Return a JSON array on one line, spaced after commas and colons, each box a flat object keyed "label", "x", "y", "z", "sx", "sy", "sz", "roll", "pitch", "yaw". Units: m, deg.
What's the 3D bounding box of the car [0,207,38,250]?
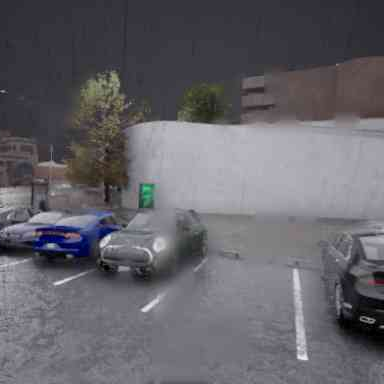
[{"label": "car", "x": -5.684, "y": 1.492, "z": 13.865, "sx": 2.002, "sy": 1.452, "sz": 4.674, "roll": 1, "pitch": -1, "yaw": 18}]

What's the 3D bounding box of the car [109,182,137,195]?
[{"label": "car", "x": -13.456, "y": -0.715, "z": 64.693, "sx": 5.566, "sy": 2.045, "sz": 2.435, "roll": 4, "pitch": 7, "yaw": 39}]

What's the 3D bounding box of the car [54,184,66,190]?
[{"label": "car", "x": -29.169, "y": -1.167, "z": 74.915, "sx": 4.674, "sy": 1.452, "sz": 2.002, "roll": 2, "pitch": 5, "yaw": 37}]

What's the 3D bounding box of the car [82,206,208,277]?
[{"label": "car", "x": -0.984, "y": 1.339, "z": 10.308, "sx": 2.185, "sy": 1.767, "sz": 4.553, "roll": 1, "pitch": -1, "yaw": 17}]

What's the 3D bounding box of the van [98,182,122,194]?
[{"label": "van", "x": -15.901, "y": -0.521, "z": 63.063, "sx": 4.442, "sy": 1.987, "sz": 1.878, "roll": 4, "pitch": 7, "yaw": 39}]

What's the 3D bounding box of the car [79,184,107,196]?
[{"label": "car", "x": -18.559, "y": -0.143, "z": 61.613, "sx": 5.008, "sy": 1.535, "sz": 2.097, "roll": 4, "pitch": 7, "yaw": 39}]

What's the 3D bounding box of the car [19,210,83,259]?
[{"label": "car", "x": -3.354, "y": 1.456, "z": 12.056, "sx": 2.097, "sy": 1.535, "sz": 5.008, "roll": 0, "pitch": -1, "yaw": 18}]

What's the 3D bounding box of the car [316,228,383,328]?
[{"label": "car", "x": 3.755, "y": 1.482, "z": 6.773, "sx": 2.231, "sy": 1.521, "sz": 4.892, "roll": 0, "pitch": -1, "yaw": 16}]
